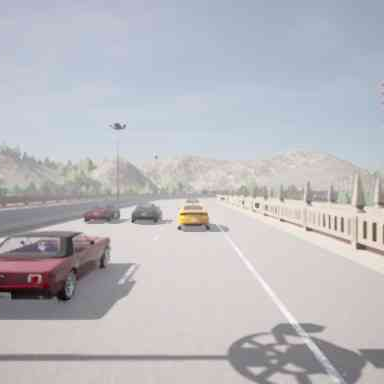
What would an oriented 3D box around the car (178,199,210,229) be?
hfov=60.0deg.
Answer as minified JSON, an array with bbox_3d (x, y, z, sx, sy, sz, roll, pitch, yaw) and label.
[{"bbox_3d":[0.092,1.458,21.386,1.882,1.535,5.008,0,0,0],"label":"car"}]

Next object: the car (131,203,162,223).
[{"bbox_3d":[-3.409,1.540,25.595,1.994,1.385,4.181,0,0,0],"label":"car"}]

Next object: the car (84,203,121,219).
[{"bbox_3d":[-6.911,1.539,25.949,1.994,1.385,4.181,0,0,0],"label":"car"}]

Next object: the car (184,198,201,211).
[{"bbox_3d":[0.085,1.525,41.163,1.994,1.385,4.181,0,0,0],"label":"car"}]

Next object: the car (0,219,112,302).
[{"bbox_3d":[-3.403,1.593,8.216,1.895,1.301,4.718,0,0,0],"label":"car"}]
